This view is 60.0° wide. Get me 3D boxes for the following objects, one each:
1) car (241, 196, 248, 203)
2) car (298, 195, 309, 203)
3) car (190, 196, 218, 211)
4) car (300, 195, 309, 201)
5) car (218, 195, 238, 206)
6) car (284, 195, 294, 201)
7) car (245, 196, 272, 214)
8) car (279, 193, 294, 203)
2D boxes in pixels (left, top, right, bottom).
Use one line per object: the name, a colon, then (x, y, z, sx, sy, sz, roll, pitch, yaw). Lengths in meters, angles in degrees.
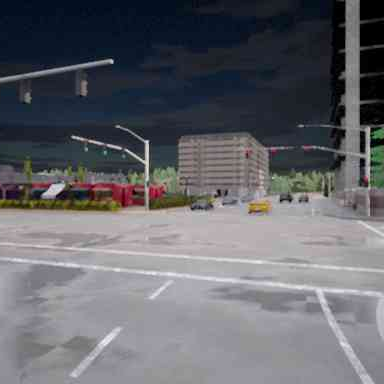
car: (11.135, 1.463, 66.687, 2.128, 1.511, 4.902, 0, 0, 20)
car: (22.723, 1.483, 67.817, 2.128, 1.511, 4.902, 0, 0, 20)
car: (1.255, 1.542, 39.670, 1.994, 1.385, 4.181, 0, 0, 19)
car: (26.218, 1.330, 77.477, 2.033, 1.411, 5.357, 0, 0, 20)
car: (6.008, 1.472, 52.725, 1.837, 1.490, 4.892, 0, 2, 20)
car: (22.927, 1.341, 78.668, 1.994, 1.385, 4.181, 0, 0, 20)
car: (7.255, 1.460, 35.084, 1.882, 1.535, 5.008, 0, 0, 20)
car: (19.303, 1.181, 68.651, 2.150, 2.045, 5.566, 0, 0, 20)
